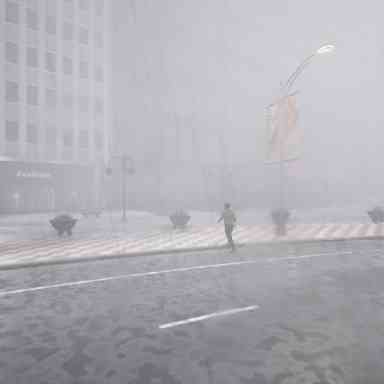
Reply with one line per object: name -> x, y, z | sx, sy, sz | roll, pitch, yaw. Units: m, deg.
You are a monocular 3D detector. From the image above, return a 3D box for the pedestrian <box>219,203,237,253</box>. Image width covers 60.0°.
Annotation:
pedestrian -> 1.375, 1.294, 12.408 | 0.375, 1.860, 0.375 | 0, 0, -24
